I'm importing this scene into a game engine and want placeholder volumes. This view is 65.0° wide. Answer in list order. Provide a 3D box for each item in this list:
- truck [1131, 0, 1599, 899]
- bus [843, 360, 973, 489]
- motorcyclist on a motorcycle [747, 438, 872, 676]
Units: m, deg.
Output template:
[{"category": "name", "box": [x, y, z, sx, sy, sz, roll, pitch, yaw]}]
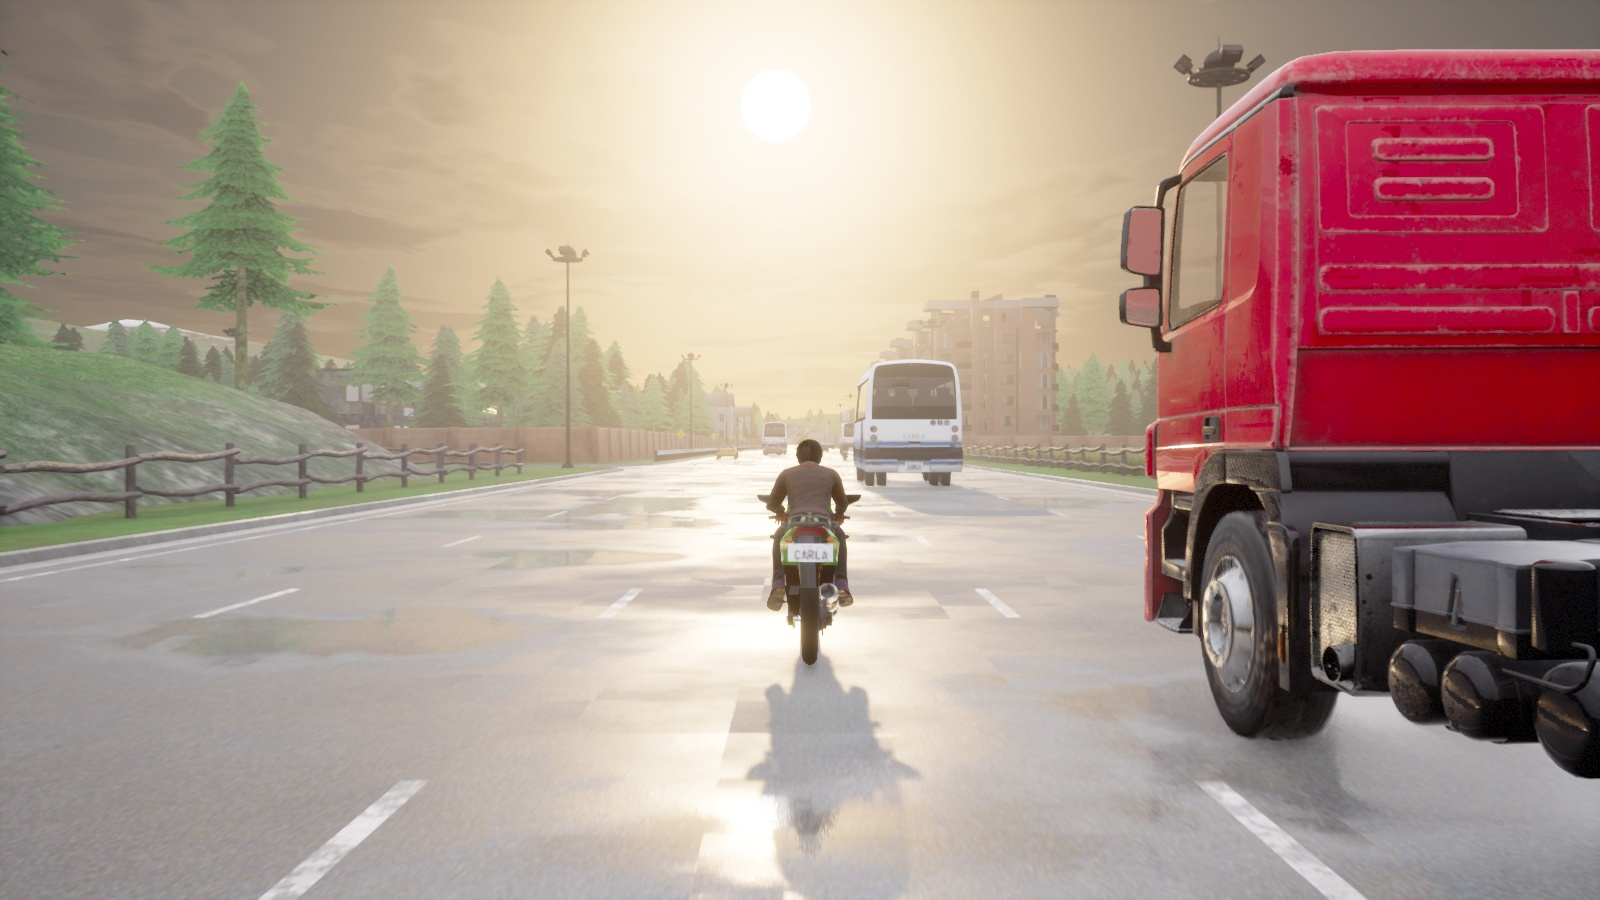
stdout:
[{"category": "truck", "box": [3.539, -0.256, 4.047, 2.891, 3.462, 7.936, 0, 0, 0]}, {"category": "bus", "box": [3.753, -0.891, 46.592, 3.944, 4.253, 10.273, 0, 0, 0]}, {"category": "motorcyclist on a motorcycle", "box": [0.067, 0.677, 9.059, 0.797, 1.523, 2.044, 0, 0, 0]}]
